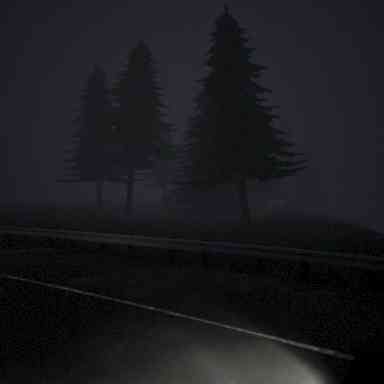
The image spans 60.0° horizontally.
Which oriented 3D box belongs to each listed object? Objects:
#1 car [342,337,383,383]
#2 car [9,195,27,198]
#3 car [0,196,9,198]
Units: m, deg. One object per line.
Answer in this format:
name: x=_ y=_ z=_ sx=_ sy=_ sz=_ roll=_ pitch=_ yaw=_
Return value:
car: x=3.449 y=1.548 z=1.358 sx=5.357 sy=1.411 sz=2.033 roll=0 pitch=0 yaw=37
car: x=-39.142 y=1.522 z=76.236 sx=1.812 sy=1.442 sz=4.674 roll=0 pitch=0 yaw=5
car: x=-42.619 y=1.537 z=76.442 sx=2.033 sy=1.411 sz=5.357 roll=0 pitch=0 yaw=5
